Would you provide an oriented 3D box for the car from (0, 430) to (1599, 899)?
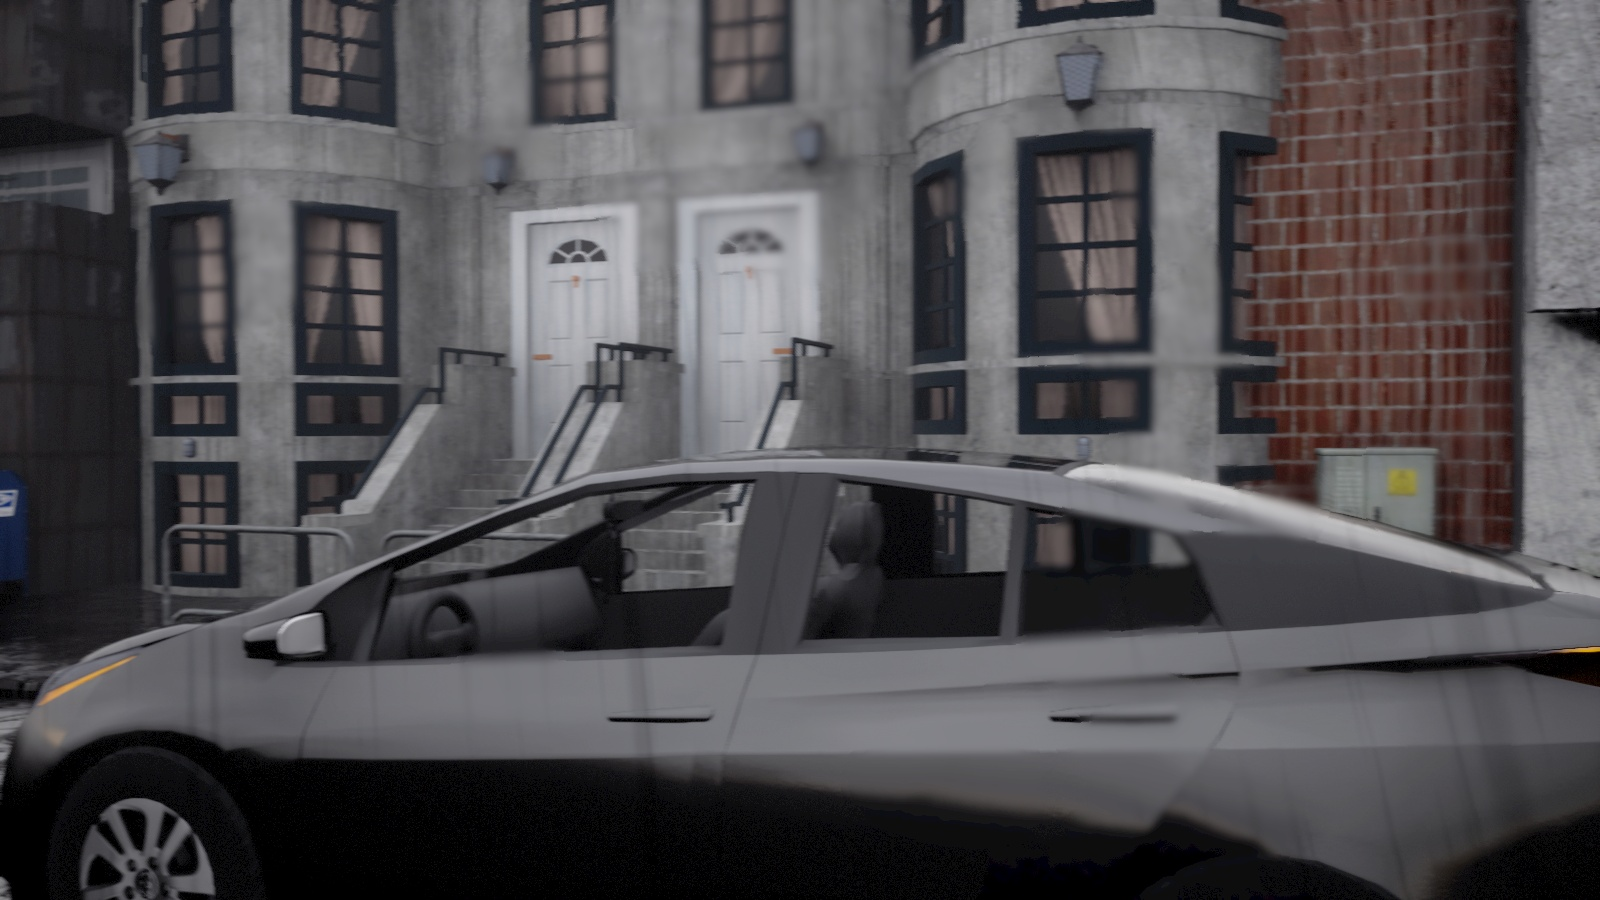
[{"bbox_3d":[-0.256,0.711,3.804,4.514,1.525,2.007,1,1,19],"label":"car"}]
